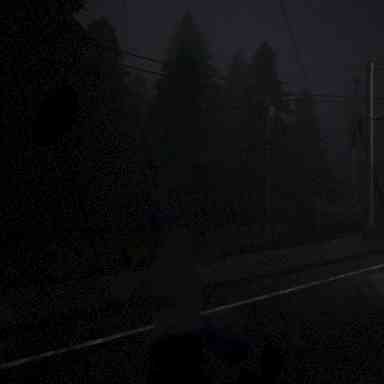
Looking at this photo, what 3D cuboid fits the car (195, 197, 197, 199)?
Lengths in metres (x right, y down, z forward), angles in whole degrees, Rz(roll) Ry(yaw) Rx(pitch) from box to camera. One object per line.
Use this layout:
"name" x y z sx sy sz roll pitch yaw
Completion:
"car" -0.165 1.601 65.211 4.718 1.301 1.895 0 0 27
